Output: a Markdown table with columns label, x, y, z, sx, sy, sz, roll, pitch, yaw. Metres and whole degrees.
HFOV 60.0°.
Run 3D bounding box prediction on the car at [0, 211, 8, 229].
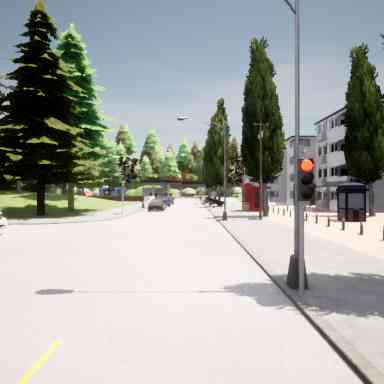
| label | x | y | z | sx | sy | sz | roll | pitch | yaw |
| --- | --- | --- | --- | --- | --- | --- | --- | --- | --- |
| car | -12.341 | 1.222 | 16.618 | 5.566 | 2.045 | 2.150 | 0 | 0 | 1 |

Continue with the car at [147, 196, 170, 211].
| label | x | y | z | sx | sy | sz | roll | pitch | yaw |
| --- | --- | --- | --- | --- | --- | --- | --- | --- | --- |
| car | -4.171 | 1.547 | 40.123 | 2.033 | 1.411 | 5.357 | 0 | 0 | 0 |

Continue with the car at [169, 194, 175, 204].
| label | x | y | z | sx | sy | sz | roll | pitch | yaw |
| --- | --- | --- | --- | --- | --- | --- | --- | --- | --- |
| car | -4.146 | 1.505 | 60.053 | 1.837 | 1.490 | 4.892 | 0 | 0 | 0 |

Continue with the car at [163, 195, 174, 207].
| label | x | y | z | sx | sy | sz | roll | pitch | yaw |
| --- | --- | --- | --- | --- | --- | --- | --- | --- | --- |
| car | -4.174 | 1.564 | 50.061 | 1.994 | 1.385 | 4.181 | 0 | 0 | 0 |
